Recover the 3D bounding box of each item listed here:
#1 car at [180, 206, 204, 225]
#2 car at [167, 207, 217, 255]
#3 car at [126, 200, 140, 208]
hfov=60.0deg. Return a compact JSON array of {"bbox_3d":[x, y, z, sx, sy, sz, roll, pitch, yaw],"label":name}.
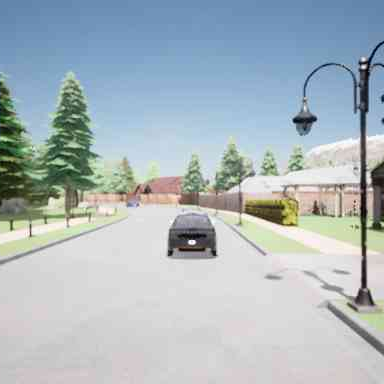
[{"bbox_3d":[-0.073,1.917,28.186,1.895,1.301,4.718,0,-1,-2],"label":"car"},{"bbox_3d":[0.020,1.637,14.168,1.882,1.535,5.008,0,0,0],"label":"car"},{"bbox_3d":[-11.240,2.232,63.191,1.812,1.442,4.674,0,-1,-22],"label":"car"}]
